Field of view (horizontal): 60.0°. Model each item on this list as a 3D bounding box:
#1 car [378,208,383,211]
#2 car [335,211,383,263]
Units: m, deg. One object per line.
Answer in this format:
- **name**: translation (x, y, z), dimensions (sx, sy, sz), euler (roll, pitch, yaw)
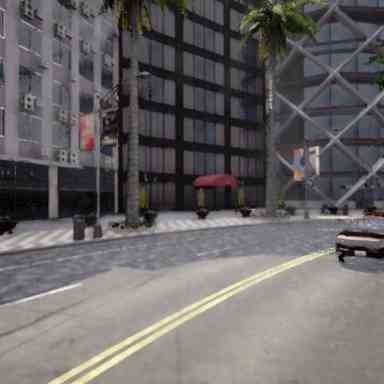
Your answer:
- **car**: translation (16.511, 1.920, 27.704), dimensions (4.718, 1.301, 1.895), euler (0, -1, -24)
- **car**: translation (6.619, 1.629, 11.714), dimensions (2.128, 1.511, 4.902), euler (-1, -1, 42)
